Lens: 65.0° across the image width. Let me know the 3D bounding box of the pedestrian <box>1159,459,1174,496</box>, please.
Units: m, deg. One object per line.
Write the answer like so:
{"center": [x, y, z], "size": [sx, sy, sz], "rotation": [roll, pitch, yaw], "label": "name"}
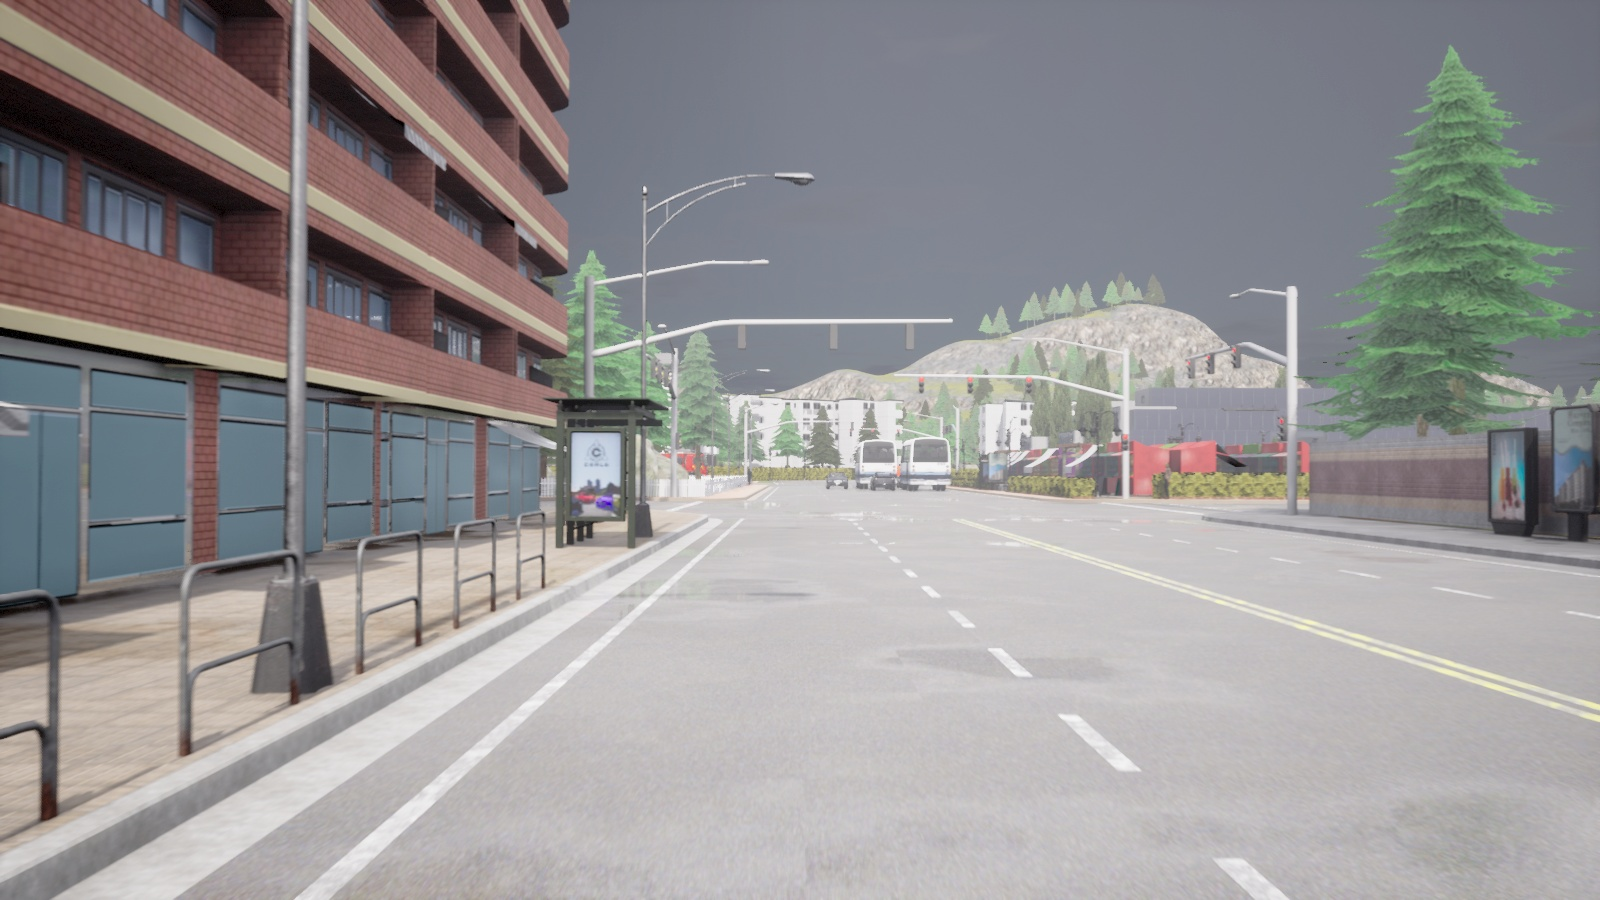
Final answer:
{"center": [18.480, 1.400, 63.321], "size": [0.634, 1.846, 0.331], "rotation": [0, -1, 2], "label": "pedestrian"}
